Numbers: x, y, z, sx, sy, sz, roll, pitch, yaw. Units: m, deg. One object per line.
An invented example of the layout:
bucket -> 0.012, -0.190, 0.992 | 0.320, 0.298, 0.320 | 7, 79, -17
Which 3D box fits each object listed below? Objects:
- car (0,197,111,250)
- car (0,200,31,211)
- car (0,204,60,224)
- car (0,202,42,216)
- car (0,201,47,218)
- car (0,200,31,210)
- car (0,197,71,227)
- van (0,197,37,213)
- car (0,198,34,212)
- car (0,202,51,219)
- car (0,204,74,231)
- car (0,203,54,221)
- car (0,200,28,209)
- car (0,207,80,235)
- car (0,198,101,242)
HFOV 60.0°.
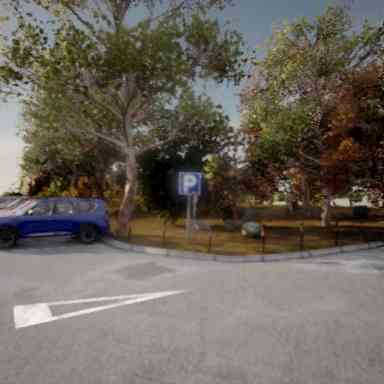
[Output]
car -> -6.580, 1.346, 15.271 | 5.566, 2.045, 2.435 | 1, -1, -31
car -> -26.296, 1.960, 48.757 | 4.674, 1.452, 2.002 | 1, -1, -30
car -> -13.548, 1.719, 27.181 | 4.792, 1.488, 2.163 | 1, -1, -31
car -> -19.237, 1.824, 36.760 | 4.674, 1.452, 2.002 | 1, -1, -31
car -> -17.979, 1.755, 34.268 | 5.366, 1.575, 1.946 | 1, -1, -31
car -> -27.706, 1.954, 51.161 | 5.008, 1.535, 2.097 | 1, -1, -30
car -> -12.180, 1.416, 24.759 | 5.566, 2.045, 2.435 | 1, -1, -31
van -> -21.962, 1.607, 41.624 | 4.442, 1.987, 1.878 | 1, -1, -30
car -> -23.500, 1.733, 43.944 | 4.553, 1.767, 2.185 | 1, -1, -30
car -> -16.408, 1.737, 31.960 | 5.008, 1.535, 2.097 | 1, -1, -31
car -> -10.746, 1.648, 22.367 | 5.008, 1.535, 2.097 | 1, -1, -31
car -> -15.014, 1.742, 29.549 | 4.792, 1.488, 2.163 | 1, -1, -31
car -> -30.536, 2.035, 55.956 | 5.008, 1.535, 2.097 | 1, -1, -30
car -> -9.391, 1.669, 20.077 | 4.674, 1.452, 2.002 | 1, -1, -31
car -> -7.934, 1.360, 17.563 | 5.566, 2.045, 2.435 | 1, -1, -31
